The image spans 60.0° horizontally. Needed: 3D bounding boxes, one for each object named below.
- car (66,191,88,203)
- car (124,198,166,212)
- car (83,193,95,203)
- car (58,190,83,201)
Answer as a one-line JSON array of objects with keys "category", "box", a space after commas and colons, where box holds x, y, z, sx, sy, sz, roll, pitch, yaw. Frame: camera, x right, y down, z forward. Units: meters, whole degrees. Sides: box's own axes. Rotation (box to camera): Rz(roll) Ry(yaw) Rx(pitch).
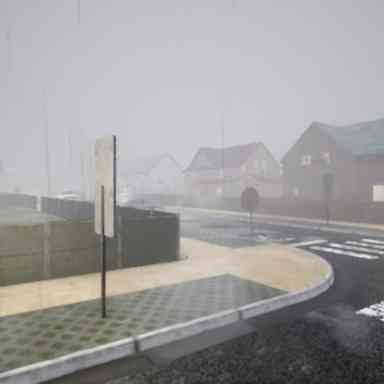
[{"category": "car", "box": [-18.352, 0.785, 52.913, 2.097, 1.767, 4.553, 0, 1, -34]}, {"category": "car", "box": [-3.863, 1.249, 26.586, 2.128, 1.511, 4.902, 0, 1, -34]}, {"category": "car", "box": [-12.735, 1.104, 44.761, 1.994, 1.385, 4.181, 0, 1, -34]}, {"category": "car", "box": [-17.047, 0.734, 46.089, 2.150, 2.045, 5.566, 0, 0, -34]}]
